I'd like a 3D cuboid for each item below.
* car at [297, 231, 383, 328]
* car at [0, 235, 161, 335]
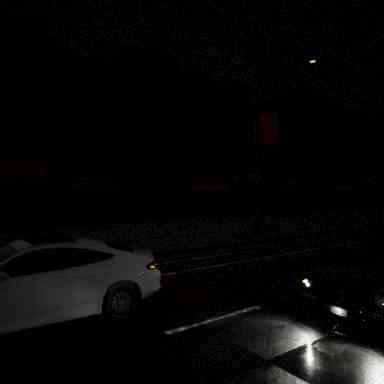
[{"bbox_3d":[4.537,1.541,6.940,5.357,1.411,2.033,0,0,-36],"label":"car"},{"bbox_3d":[-2.758,1.525,5.709,4.674,1.442,1.812,0,0,-36],"label":"car"}]
